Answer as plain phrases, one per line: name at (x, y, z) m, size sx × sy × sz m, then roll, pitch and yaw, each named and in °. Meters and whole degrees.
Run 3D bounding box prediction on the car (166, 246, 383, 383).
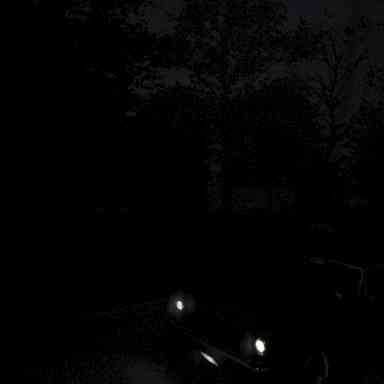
car at (2.000, 1.602, 5.106) m, size 4.718 × 1.301 × 1.895 m, roll 0°, pitch 0°, yaw -35°
